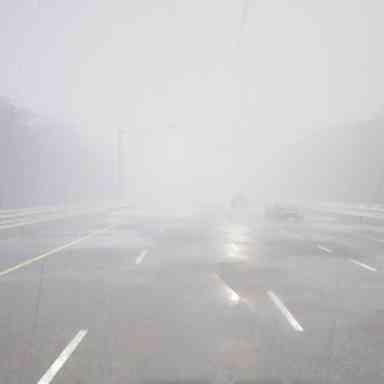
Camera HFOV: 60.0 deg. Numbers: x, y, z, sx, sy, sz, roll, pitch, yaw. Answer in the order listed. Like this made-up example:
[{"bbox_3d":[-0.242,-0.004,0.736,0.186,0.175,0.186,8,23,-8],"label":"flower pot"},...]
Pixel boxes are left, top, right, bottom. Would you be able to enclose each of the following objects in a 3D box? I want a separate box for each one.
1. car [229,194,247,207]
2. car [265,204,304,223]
[{"bbox_3d":[7.078,1.279,51.164,2.150,2.045,5.566,0,0,0],"label":"car"},{"bbox_3d":[7.009,1.611,25.744,1.895,1.301,4.718,0,0,0],"label":"car"}]
